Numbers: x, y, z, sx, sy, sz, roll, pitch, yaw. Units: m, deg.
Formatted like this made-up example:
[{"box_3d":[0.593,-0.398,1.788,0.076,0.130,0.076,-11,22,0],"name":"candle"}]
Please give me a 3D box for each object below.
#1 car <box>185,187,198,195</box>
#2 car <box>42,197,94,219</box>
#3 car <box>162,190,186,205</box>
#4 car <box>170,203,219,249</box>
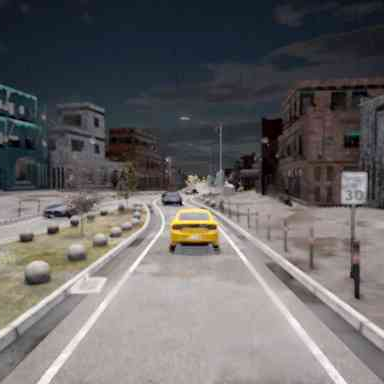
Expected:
[{"box_3d":[-0.160,-0.183,65.999,2.128,1.511,4.902,1,1,13],"name":"car"},{"box_3d":[-9.540,1.131,26.065,2.033,1.411,5.357,0,5,7],"name":"car"},{"box_3d":[-2.109,0.564,34.587,1.994,1.385,4.181,0,4,-7],"name":"car"},{"box_3d":[0.067,1.471,14.468,1.882,1.535,5.008,0,0,-1],"name":"car"}]
